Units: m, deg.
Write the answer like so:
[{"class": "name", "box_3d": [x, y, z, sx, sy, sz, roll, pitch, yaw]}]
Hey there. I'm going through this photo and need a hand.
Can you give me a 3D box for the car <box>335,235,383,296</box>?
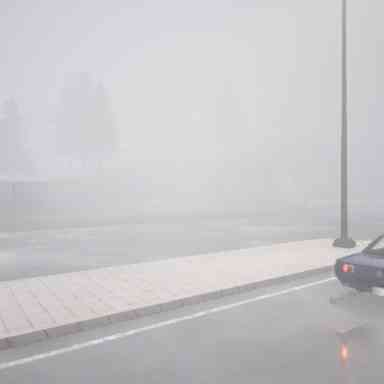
[{"class": "car", "box_3d": [5.386, 1.601, 7.586, 4.718, 1.301, 1.895, 0, 0, -35]}]
